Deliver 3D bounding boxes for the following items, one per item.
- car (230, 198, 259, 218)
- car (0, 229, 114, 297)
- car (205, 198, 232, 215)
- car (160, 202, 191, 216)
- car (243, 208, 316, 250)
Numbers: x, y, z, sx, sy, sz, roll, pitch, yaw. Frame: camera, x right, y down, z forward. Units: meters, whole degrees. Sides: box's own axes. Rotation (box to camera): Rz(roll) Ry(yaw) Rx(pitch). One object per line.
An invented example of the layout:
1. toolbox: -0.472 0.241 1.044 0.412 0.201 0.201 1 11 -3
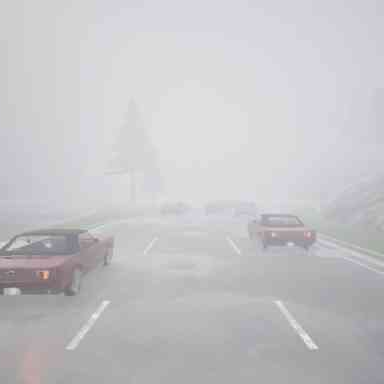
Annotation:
1. car: 5.033 1.548 30.370 2.033 1.411 5.357 0 0 14
2. car: -3.398 1.601 8.540 1.895 1.301 4.718 0 0 0
3. car: 2.573 1.526 34.271 1.812 1.442 4.674 0 0 15
4. car: -1.509 1.601 32.695 1.895 1.301 4.718 0 0 14
5. car: 3.617 1.601 14.370 1.895 1.301 4.718 0 0 0
